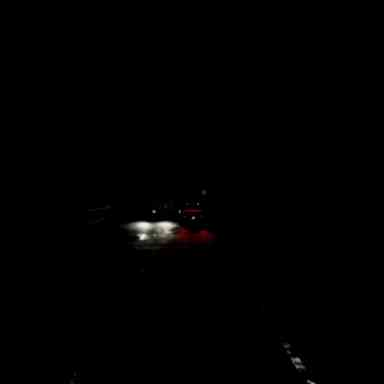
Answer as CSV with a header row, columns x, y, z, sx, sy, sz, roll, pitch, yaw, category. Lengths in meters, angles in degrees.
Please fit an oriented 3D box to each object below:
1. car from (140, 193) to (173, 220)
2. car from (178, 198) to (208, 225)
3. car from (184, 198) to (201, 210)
x,y,z,sx,sy,sz,roll,pitch,yaw,category
-2.763,1.077,26.989,2.150,2.045,5.566,0,0,0,car
0.090,1.366,22.779,2.128,1.511,4.902,0,0,0,car
0.082,1.394,40.135,1.895,1.301,4.718,0,0,0,car
